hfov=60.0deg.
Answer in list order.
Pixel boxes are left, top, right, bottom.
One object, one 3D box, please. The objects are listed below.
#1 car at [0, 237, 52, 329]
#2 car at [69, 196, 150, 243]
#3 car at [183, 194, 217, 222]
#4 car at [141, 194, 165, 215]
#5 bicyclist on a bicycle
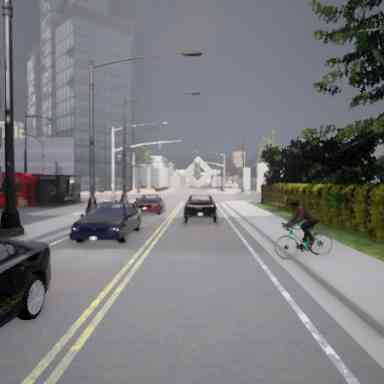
[{"bbox_3d":[-3.541,1.346,4.087,1.882,1.535,5.008,0,2,1],"label":"car"},{"bbox_3d":[-3.326,1.120,14.025,2.033,1.411,5.357,0,2,1],"label":"car"},{"bbox_3d":[0.502,0.890,20.114,2.128,1.511,4.902,0,2,1],"label":"car"},{"bbox_3d":[-3.089,0.839,24.064,1.994,1.385,4.181,0,2,2],"label":"car"},{"bbox_3d":[3.100,1.059,9.385,1.656,1.620,0.582,-6,2,1],"label":"bicyclist on a bicycle"}]
